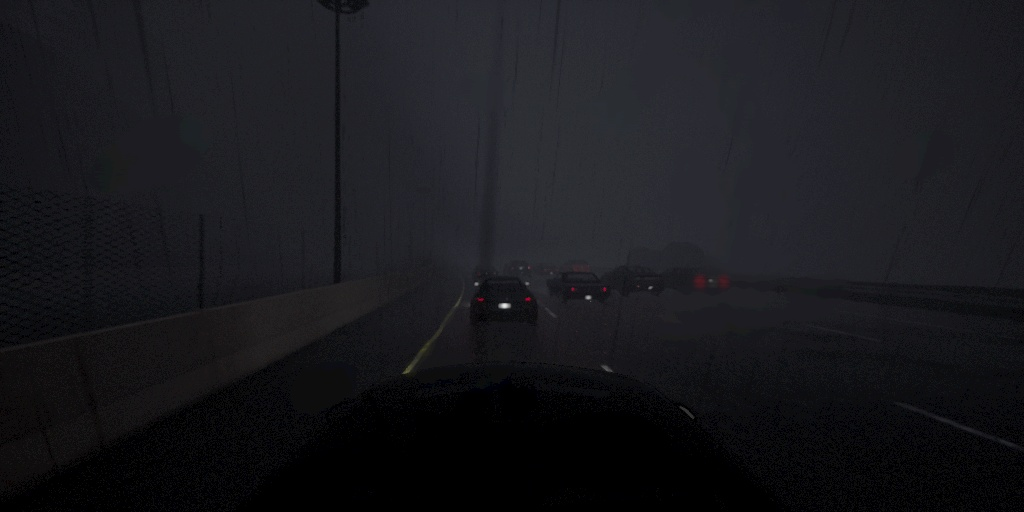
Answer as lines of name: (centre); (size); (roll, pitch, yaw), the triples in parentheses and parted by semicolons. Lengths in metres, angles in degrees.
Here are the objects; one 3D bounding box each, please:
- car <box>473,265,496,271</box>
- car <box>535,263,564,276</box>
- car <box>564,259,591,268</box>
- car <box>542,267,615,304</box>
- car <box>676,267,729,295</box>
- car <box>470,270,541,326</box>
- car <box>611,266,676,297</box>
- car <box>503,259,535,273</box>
car: (-2.322, 1.416, 30.227); (1.895, 1.301, 4.718); (0, 0, -9)
car: (3.474, 1.417, 37.539); (1.895, 1.301, 4.718); (0, 0, -11)
car: (6.773, 1.163, 38.720); (2.097, 1.767, 4.553); (0, 0, -11)
car: (2.871, 1.375, 16.550); (1.895, 1.301, 4.718); (0, 0, -5)
car: (9.589, 1.312, 20.050); (2.033, 1.411, 5.357); (0, 0, -6)
car: (-0.317, 1.336, 11.789); (1.994, 1.385, 4.181); (0, 0, -3)
car: (6.155, 1.262, 18.901); (2.128, 1.511, 4.902); (0, 0, -5)
car: (0.452, 1.170, 34.558); (2.097, 1.767, 4.553); (0, 0, -10)
